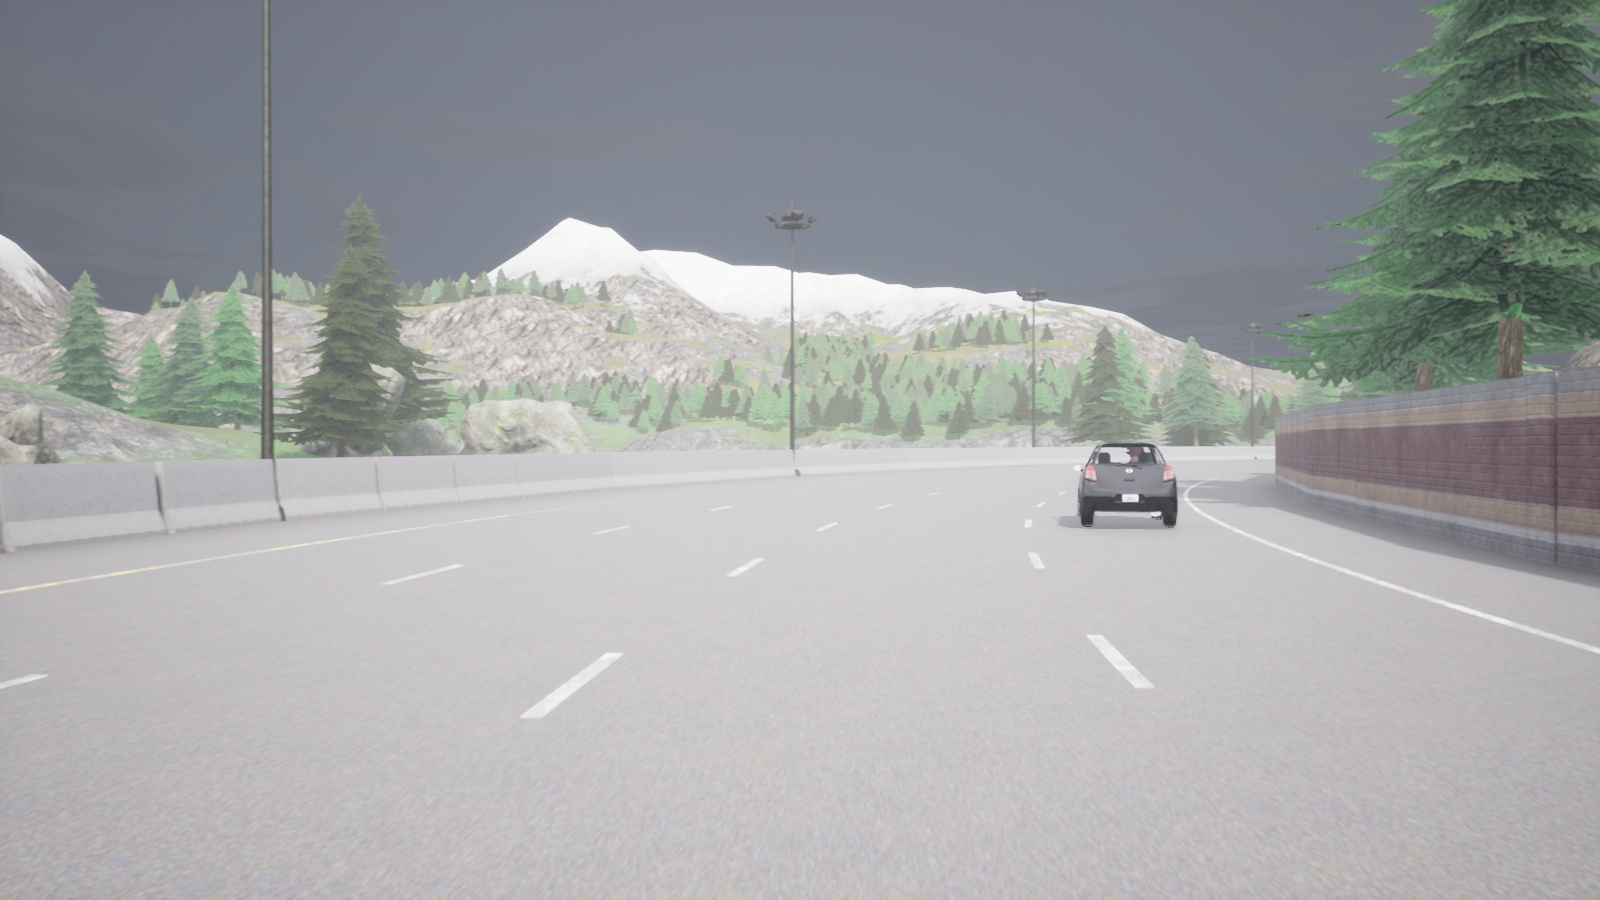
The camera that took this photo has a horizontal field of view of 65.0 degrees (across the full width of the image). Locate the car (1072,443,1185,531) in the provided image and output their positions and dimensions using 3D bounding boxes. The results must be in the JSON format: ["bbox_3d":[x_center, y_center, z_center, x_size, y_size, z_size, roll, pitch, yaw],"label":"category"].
[{"bbox_3d":[6.042,0.634,23.442,1.845,1.501,3.633,0,0,12],"label":"car"}]
